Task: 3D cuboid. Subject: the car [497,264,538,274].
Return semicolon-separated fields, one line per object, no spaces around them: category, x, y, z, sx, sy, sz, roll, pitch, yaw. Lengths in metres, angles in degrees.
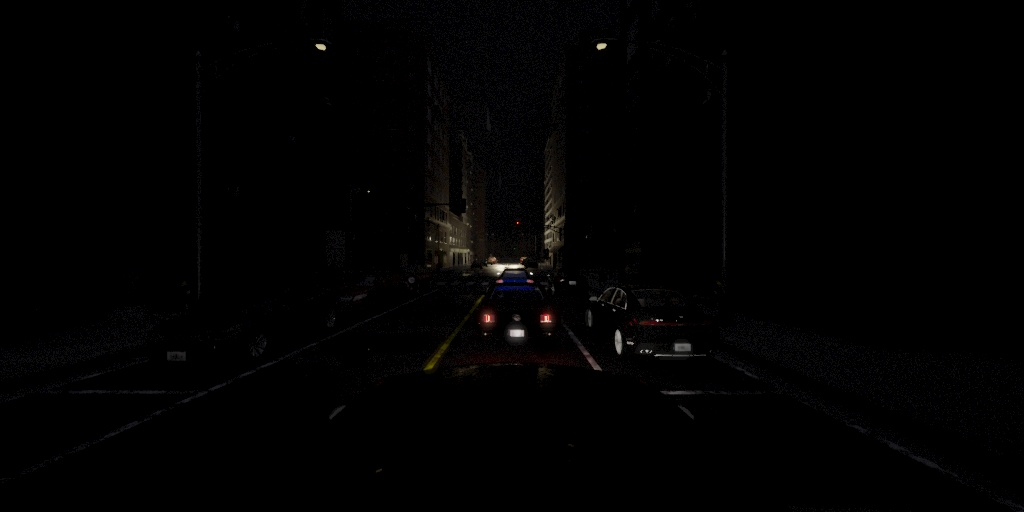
car;0.149;1.314;18.582;1.994;1.385;4.181;0;0;1

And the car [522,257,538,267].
car;3.063;1.225;56.289;1.967;1.591;4.097;0;0;0

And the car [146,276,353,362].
car;-5.649;1.315;8.225;1.948;1.339;4.313;0;0;0

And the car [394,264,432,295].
car;-5.614;1.190;19.227;1.967;1.591;4.097;0;0;0

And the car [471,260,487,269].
car;-5.462;1.367;56.329;1.802;1.307;4.207;0;0;0

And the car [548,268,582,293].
car;2.911;1.316;19.200;1.948;1.339;4.313;0;0;0

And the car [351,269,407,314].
car;-5.632;1.332;13.726;1.802;1.307;4.207;0;0;0

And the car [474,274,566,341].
car;0.120;1.351;9.823;1.895;1.301;4.718;0;0;0

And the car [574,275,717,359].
car;2.876;1.300;8.198;2.007;1.370;4.403;0;0;0
